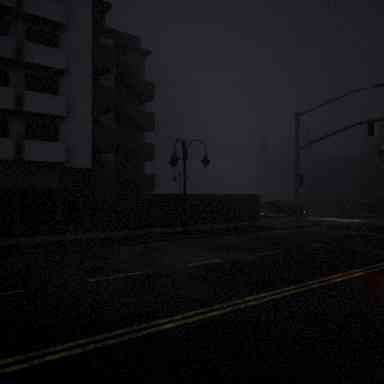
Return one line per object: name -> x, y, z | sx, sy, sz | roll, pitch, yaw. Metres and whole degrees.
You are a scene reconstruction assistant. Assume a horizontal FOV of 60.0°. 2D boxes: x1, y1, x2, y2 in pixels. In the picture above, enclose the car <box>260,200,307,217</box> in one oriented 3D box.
car -> 8.435, 1.492, 31.304 | 2.128, 1.511, 4.902 | 0, 0, -37
